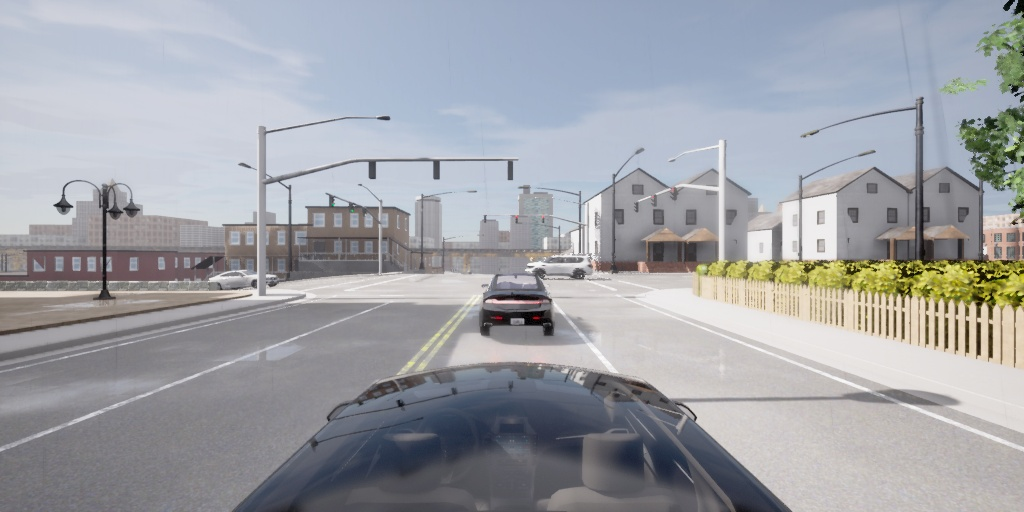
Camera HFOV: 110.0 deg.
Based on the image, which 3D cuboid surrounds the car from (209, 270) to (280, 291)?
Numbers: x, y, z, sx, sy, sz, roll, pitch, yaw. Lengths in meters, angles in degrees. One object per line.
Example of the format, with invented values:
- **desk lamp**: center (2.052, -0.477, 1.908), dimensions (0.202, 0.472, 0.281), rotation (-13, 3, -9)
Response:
- **car**: center (-19.659, 1.742, 26.266), dimensions (4.674, 1.442, 1.812), rotation (-4, 0, 1)

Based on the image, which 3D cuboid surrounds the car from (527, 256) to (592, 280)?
- **car**: center (3.952, 0.968, 30.276), dimensions (5.566, 2.045, 2.150), rotation (1, 0, -1)

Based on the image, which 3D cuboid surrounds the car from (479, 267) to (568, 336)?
- **car**: center (0.118, 1.242, 10.394), dimensions (2.128, 1.511, 4.902), rotation (0, 0, 0)
